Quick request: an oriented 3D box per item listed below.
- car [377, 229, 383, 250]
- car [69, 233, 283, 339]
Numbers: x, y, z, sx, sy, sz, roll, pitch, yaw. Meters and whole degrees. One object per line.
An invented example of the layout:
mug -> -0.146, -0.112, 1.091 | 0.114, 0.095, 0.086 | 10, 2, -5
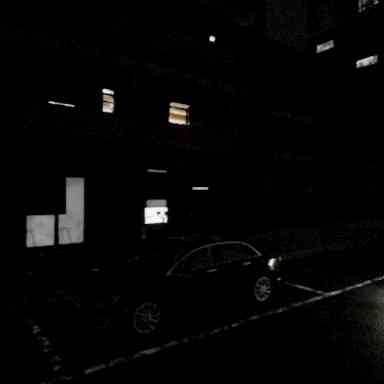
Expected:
car -> 8.981, 1.541, 12.984 | 4.313, 1.339, 1.947 | 0, 1, -36
car -> -0.077, 1.545, 6.500 | 4.403, 1.369, 2.008 | 0, 1, -36
